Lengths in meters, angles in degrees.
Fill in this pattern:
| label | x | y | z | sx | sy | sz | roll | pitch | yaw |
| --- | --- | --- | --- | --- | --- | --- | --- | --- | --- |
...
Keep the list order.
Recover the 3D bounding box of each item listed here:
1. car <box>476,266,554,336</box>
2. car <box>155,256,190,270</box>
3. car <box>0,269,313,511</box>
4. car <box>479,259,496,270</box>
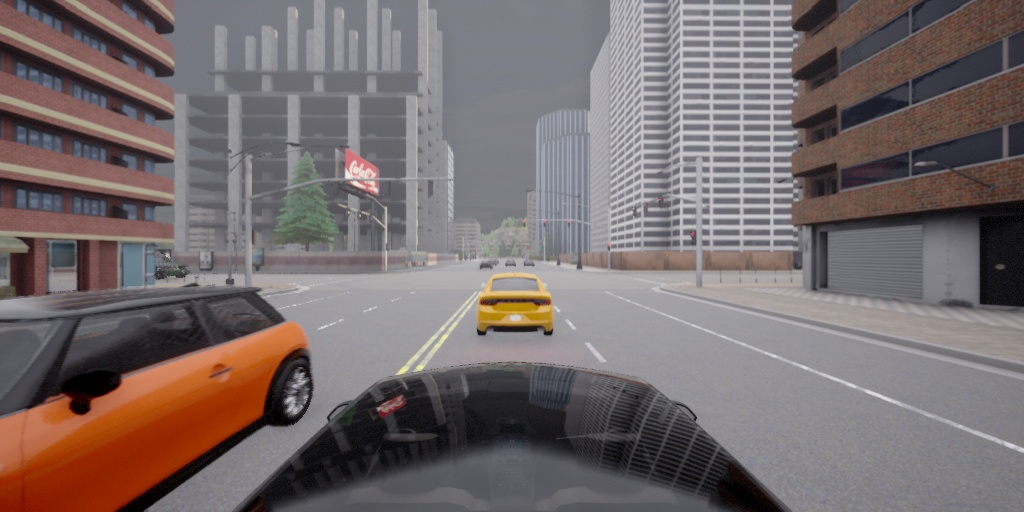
| label | x | y | z | sx | sy | sz | roll | pitch | yaw |
| --- | --- | --- | --- | --- | --- | --- | --- | --- | --- |
| car | 0.065 | 1.228 | 10.469 | 1.882 | 1.535 | 5.008 | 0 | 0 | 0 |
| car | -30.500 | 0.971 | 30.247 | 5.566 | 2.045 | 2.150 | 0 | 0 | -1 |
| car | -3.581 | 1.101 | 2.658 | 2.097 | 1.767 | 4.553 | 0 | 0 | 0 |
| car | -3.855 | 1.351 | 53.985 | 1.895 | 1.301 | 4.718 | 0 | 0 | 0 |
